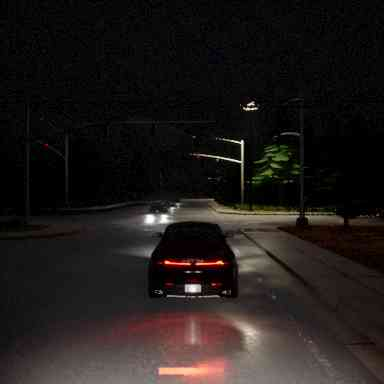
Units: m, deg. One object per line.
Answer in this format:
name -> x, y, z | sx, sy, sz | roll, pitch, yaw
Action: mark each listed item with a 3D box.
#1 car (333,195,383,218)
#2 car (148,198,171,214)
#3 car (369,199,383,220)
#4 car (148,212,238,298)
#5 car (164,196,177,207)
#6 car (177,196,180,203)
car -> 15.558, 1.248, 29.621 | 5.566, 2.045, 2.150 | 0, 0, 1
car -> -3.556, 1.606, 35.279 | 1.895, 1.301, 4.718 | 0, 0, -3
car -> 16.886, 1.531, 25.876 | 4.892, 1.490, 1.837 | 0, 0, 1
car -> 0.036, 1.501, 8.481 | 1.837, 1.490, 4.892 | 0, 0, 0
car -> -3.658, 1.502, 50.274 | 1.837, 1.490, 4.892 | 0, 1, 0
car -> -3.476, 1.507, 67.969 | 1.837, 1.490, 4.892 | 0, -1, 1
